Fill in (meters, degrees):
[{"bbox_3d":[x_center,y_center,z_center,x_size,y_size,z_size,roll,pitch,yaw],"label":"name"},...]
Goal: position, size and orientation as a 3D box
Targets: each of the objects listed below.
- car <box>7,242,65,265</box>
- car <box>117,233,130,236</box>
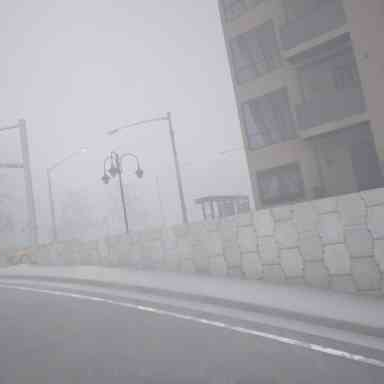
[{"bbox_3d":[-13.742,5.346,29.539,1.882,1.535,5.008,-14,-8,35],"label":"car"},{"bbox_3d":[-7.913,5.439,37.480,1.895,1.301,4.718,-14,-8,35],"label":"car"}]
